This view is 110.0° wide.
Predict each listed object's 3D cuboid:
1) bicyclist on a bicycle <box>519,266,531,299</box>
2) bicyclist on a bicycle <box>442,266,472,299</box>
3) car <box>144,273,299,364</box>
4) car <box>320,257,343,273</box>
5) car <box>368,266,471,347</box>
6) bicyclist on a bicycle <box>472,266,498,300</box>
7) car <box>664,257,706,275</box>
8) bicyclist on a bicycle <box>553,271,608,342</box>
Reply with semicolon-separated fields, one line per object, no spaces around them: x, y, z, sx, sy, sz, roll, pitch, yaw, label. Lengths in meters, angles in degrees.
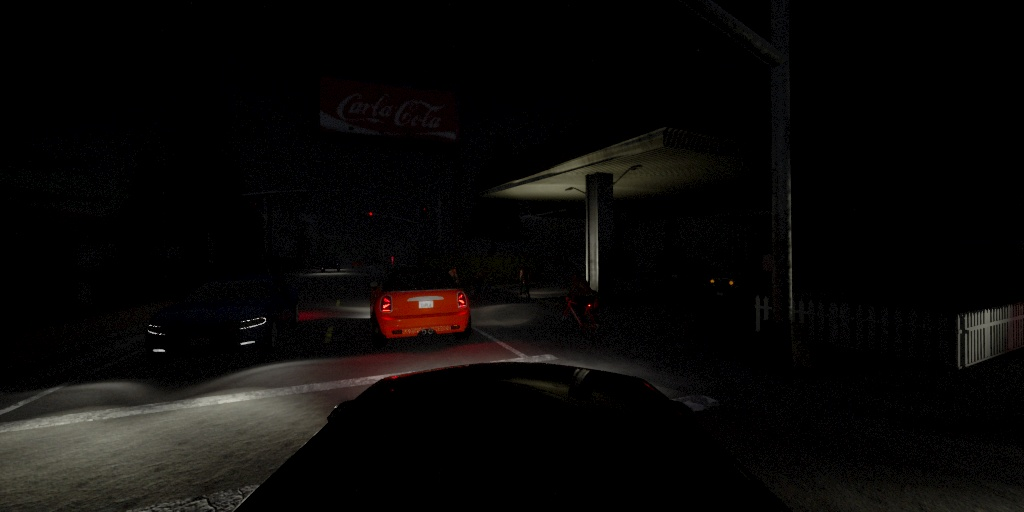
0.654;1.315;17.937;0.582;1.620;1.656;0;0;16;bicyclist on a bicycle
-2.751;1.295;16.413;1.656;1.620;0.582;1;0;37;bicyclist on a bicycle
-6.319;1.194;8.387;1.882;1.535;5.008;0;0;-24;car
-24.077;1.102;47.681;2.150;2.045;5.566;0;0;-25;car
-2.614;1.041;9.486;2.097;1.767;4.553;0;0;-22;car
-1.454;1.322;17.805;1.656;1.620;0.582;1;0;-22;bicyclist on a bicycle
21.902;1.224;45.752;4.892;1.490;1.837;0;0;-24;car
1.640;1.194;8.735;0.582;1.620;1.656;3;-2;-43;bicyclist on a bicycle
